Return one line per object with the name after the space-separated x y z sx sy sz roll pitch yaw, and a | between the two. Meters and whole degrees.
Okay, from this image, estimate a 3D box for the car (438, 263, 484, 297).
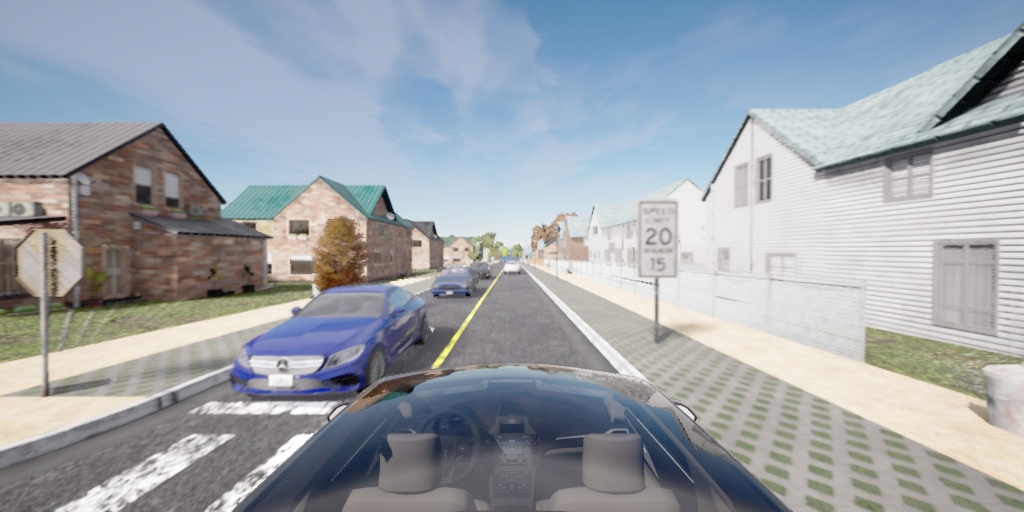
-2.836 1.289 18.918 2.033 1.411 5.357 0 0 0 | car

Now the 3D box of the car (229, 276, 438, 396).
-2.845 1.273 6.743 1.812 1.442 4.674 0 0 0 | car

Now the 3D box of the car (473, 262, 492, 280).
-2.813 1.256 31.581 1.837 1.490 4.892 0 0 0 | car

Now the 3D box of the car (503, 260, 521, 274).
0.032 1.290 40.328 1.812 1.442 4.674 0 0 0 | car
